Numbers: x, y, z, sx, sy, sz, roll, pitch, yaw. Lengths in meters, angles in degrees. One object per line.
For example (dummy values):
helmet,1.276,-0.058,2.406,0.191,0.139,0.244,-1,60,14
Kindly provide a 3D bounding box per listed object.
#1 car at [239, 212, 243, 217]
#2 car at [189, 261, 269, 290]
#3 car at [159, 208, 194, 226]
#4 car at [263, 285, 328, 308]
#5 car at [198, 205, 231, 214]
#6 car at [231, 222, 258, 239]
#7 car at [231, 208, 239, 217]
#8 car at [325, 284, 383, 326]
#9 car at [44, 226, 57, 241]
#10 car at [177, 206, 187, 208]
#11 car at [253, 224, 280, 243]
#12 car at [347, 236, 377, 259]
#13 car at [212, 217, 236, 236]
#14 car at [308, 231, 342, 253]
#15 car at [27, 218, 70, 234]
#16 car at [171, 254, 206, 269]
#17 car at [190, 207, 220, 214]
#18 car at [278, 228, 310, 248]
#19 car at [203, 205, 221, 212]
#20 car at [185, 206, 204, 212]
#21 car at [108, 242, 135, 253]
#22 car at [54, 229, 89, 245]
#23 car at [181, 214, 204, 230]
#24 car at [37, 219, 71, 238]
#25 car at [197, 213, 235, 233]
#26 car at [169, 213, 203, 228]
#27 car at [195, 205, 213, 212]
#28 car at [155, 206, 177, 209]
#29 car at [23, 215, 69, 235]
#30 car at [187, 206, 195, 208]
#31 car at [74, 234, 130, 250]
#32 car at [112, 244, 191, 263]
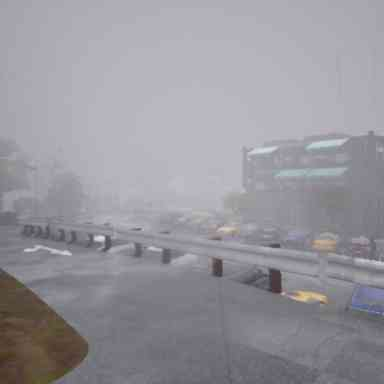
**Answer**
car,9.349,4.786,74.252,5.008,1.535,2.097,2,1,31
car,2.077,4.312,15.169,2.435,2.045,5.566,0,1,32
car,-2.514,3.807,48.254,2.435,2.045,5.566,1,0,32
car,4.029,4.595,12.940,1.946,1.575,5.366,0,1,32
car,4.684,4.394,70.449,5.566,2.045,2.435,2,0,31
car,6.658,4.246,36.638,2.231,1.521,4.892,1,1,32
car,6.993,4.758,72.354,4.674,1.452,2.002,2,1,31
car,5.795,4.390,10.379,2.435,2.045,5.566,1,2,32
car,-11.097,4.173,31.703,2.185,1.767,4.553,0,1,32
car,-4.534,4.508,86.359,4.892,1.521,2.231,0,-1,31
car,8.506,4.312,34.340,2.163,1.488,4.792,1,0,32
car,14.009,4.394,27.352,2.097,1.535,5.008,1,0,32
car,4.733,4.205,38.791,1.946,1.575,5.366,1,1,32
car,12.260,4.354,29.835,1.946,1.575,5.366,1,0,32
car,-14.834,4.223,36.465,2.231,1.521,4.892,0,1,32
car,0.198,4.527,17.520,2.231,1.521,4.892,1,2,32
car,2.459,4.567,68.464,5.366,1.575,1.946,2,0,31
car,10.326,4.319,31.998,2.097,1.535,5.008,1,1,32
car,5.688,4.666,94.647,4.553,1.767,2.185,0,-1,31
car,0.750,4.683,90.635,4.792,1.488,2.163,0,-1,31
car,-3.555,4.479,22.283,2.163,1.488,4.792,0,1,32
car,-9.213,4.211,29.334,2.185,1.767,4.553,0,1,32
car,1.153,4.134,43.594,2.231,1.521,4.892,1,1,32
car,-12.936,4.134,34.122,2.185,1.767,4.553,1,2,32
car,3.006,4.045,41.296,2.185,1.767,4.553,1,1,32
car,-0.687,4.136,45.910,2.002,1.452,4.674,1,0,32
car,3.331,4.601,92.806,4.553,1.767,2.185,0,-1,31
car,-7.174,4.433,84.227,4.892,1.521,2.231,0,-1,31
car,-16.713,3.934,38.805,2.435,2.045,5.566,1,2,32
car,-2.069,4.576,88.595,5.366,1.575,1.946,0,-1,31
car,-5.437,4.160,24.645,2.435,2.045,5.566,0,1,32
car,-1.714,4.238,19.855,2.435,2.045,5.566,1,2,31
